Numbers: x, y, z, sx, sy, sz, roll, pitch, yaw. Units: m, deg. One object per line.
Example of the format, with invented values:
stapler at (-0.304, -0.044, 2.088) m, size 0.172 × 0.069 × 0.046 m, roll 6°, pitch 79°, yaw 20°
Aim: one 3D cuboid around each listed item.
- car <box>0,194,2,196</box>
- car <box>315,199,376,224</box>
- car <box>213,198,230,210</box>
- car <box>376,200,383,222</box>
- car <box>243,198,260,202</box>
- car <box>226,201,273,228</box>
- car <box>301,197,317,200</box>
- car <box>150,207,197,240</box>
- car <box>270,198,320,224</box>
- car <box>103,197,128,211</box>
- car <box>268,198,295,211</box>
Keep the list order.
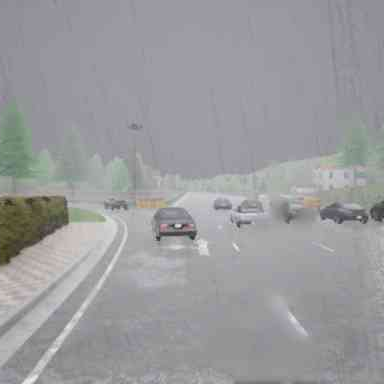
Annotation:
car at (-46.629, 1.113, 79.032) m, size 4.902 × 1.511 × 2.128 m, roll 0°, pitch 0°, yaw 40°
car at (10.578, 1.426, 23.365) m, size 1.812 × 1.442 × 4.674 m, roll 0°, pitch 0°, yaw 0°
car at (3.589, 1.394, 39.754) m, size 1.994 × 1.385 × 4.181 m, roll 0°, pitch 0°, yaw 0°
car at (14.094, 1.128, 21.910) m, size 2.150 × 2.045 × 5.566 m, roll 0°, pitch 0°, yaw 0°
car at (7.091, 1.394, 39.657) m, size 1.994 × 1.385 × 4.181 m, roll 0°, pitch 0°, yaw 0°
car at (3.593, 1.508, 21.549) m, size 1.895 × 1.301 × 4.718 m, roll 0°, pitch 0°, yaw 0°
car at (14.090, 1.304, 40.602) m, size 1.882 × 1.535 × 5.008 m, roll 0°, pitch 0°, yaw 0°
car at (-1.030, 1.476, 16.587) m, size 2.033 × 1.411 × 5.357 m, roll 0°, pitch 0°, yaw -10°
car at (7.079, 1.425, 23.518) m, size 1.812 × 1.442 × 4.674 m, roll 0°, pitch 0°, yaw 0°
car at (-8.659, 1.344, 37.580) m, size 1.837 × 1.490 × 4.892 m, roll 0°, pitch 0°, yaw -29°
car at (10.589, 1.394, 39.620) m, size 1.994 × 1.385 × 4.181 m, roll 0°, pitch 0°, yaw 0°
